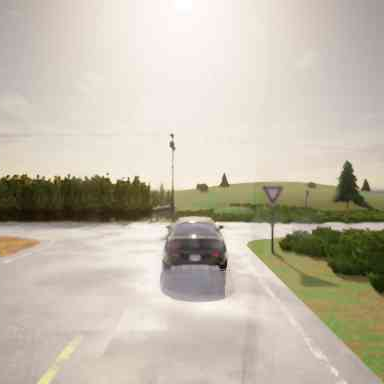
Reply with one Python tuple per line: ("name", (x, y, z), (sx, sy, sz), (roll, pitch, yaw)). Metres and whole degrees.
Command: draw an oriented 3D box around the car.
("car", (0.094, 1.520, 10.814), (1.812, 1.442, 4.674), (0, 0, 0))
